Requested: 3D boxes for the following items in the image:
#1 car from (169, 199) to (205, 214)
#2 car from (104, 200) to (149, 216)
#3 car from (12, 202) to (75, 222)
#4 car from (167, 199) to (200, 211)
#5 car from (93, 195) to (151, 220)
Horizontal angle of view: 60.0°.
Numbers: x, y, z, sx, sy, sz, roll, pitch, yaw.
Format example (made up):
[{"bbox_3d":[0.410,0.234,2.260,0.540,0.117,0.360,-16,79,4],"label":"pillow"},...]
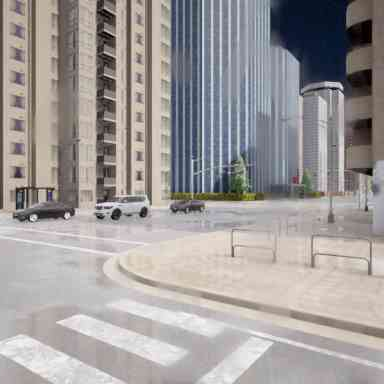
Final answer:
[{"bbox_3d":[-0.388,1.560,37.242,1.837,1.490,4.892,0,0,35],"label":"car"},{"bbox_3d":[-6.681,1.581,34.318,1.812,1.442,4.674,0,0,35],"label":"car"},{"bbox_3d":[-11.862,1.560,26.917,1.837,1.490,4.892,0,0,36],"label":"car"},{"bbox_3d":[-1.025,1.619,42.433,1.994,1.385,4.181,0,0,35],"label":"car"},{"bbox_3d":[-6.006,1.277,29.174,2.150,2.045,5.566,0,0,35],"label":"car"}]
